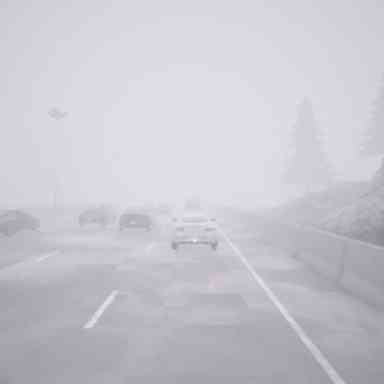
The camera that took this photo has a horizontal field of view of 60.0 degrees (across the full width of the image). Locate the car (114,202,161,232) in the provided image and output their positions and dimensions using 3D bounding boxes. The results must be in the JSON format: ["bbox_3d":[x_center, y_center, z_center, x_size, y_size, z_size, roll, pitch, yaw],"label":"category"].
[{"bbox_3d":[-3.394,1.639,21.541,1.882,1.535,5.008,0,0,0],"label":"car"}]

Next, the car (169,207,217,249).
[{"bbox_3d":[0.104,1.619,15.029,1.812,1.442,4.674,0,0,0],"label":"car"}]

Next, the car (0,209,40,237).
[{"bbox_3d":[-10.395,1.657,18.781,1.812,1.442,4.674,0,0,0],"label":"car"}]

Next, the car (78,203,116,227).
[{"bbox_3d":[-6.893,1.693,24.724,2.128,1.511,4.902,0,-1,0],"label":"car"}]

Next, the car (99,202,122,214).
[{"bbox_3d":[-10.388,2.066,42.817,1.994,1.385,4.181,0,-1,0],"label":"car"}]

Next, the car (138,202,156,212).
[{"bbox_3d":[-6.885,2.246,51.603,2.033,1.411,5.357,0,-1,0],"label":"car"}]

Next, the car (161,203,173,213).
[{"bbox_3d":[-3.389,2.015,40.217,1.994,1.385,4.181,0,-1,0],"label":"car"}]

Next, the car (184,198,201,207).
[{"bbox_3d":[0.114,1.805,46.684,2.150,2.045,5.566,0,-1,0],"label":"car"}]
